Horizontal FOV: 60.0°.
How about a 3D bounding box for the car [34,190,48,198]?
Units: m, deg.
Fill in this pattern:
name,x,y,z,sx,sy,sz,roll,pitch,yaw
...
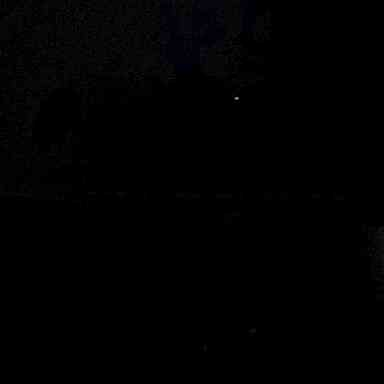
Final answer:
name,x,y,z,sx,sy,sz,roll,pitch,yaw
car,-30.673,0.368,67.263,2.033,1.411,5.357,-2,2,-36
